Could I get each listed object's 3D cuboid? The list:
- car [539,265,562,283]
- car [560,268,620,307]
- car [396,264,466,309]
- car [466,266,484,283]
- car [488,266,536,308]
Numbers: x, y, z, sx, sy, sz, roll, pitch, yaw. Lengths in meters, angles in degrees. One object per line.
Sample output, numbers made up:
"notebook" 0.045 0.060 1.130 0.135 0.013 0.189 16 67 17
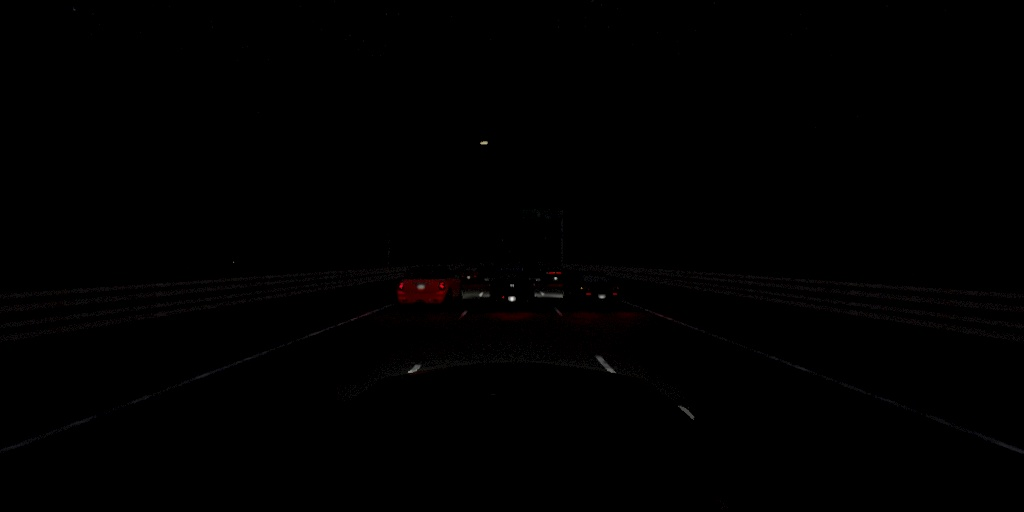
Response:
"car" 3.509 1.548 31.154 1.837 1.490 4.892 0 0 0
"car" 3.507 1.414 16.238 1.812 1.442 4.674 0 0 0
"car" -3.496 1.235 15.925 2.097 1.767 4.553 0 -1 0
"car" -3.491 1.567 31.243 1.812 1.442 4.674 0 0 0
"car" 0.006 1.395 16.151 1.837 1.490 4.892 0 0 0
